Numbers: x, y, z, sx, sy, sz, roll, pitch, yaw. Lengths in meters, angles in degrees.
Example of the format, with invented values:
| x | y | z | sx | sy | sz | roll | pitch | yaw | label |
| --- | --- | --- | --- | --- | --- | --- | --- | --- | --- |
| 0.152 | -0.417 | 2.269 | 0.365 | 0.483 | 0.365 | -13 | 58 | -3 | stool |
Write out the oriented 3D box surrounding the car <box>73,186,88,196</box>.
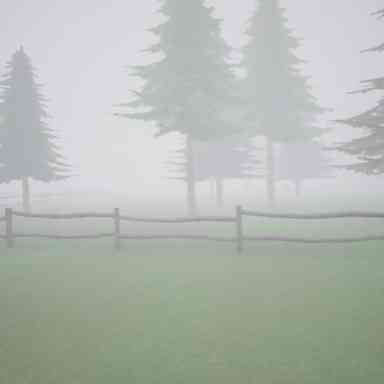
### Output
| x | y | z | sx | sy | sz | roll | pitch | yaw | label |
| --- | --- | --- | --- | --- | --- | --- | --- | --- | --- |
| -20.900 | 0.003 | 65.622 | 2.033 | 1.411 | 5.357 | -1 | 2 | 14 | car |

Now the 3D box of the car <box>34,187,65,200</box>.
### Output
| x | y | z | sx | sy | sz | roll | pitch | yaw | label |
| --- | --- | --- | --- | --- | --- | --- | --- | --- | --- |
| -23.469 | 0.412 | 54.416 | 1.837 | 1.490 | 4.892 | -1 | 2 | 13 | car |

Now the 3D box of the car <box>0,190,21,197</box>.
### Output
| x | y | z | sx | sy | sz | roll | pitch | yaw | label |
| --- | --- | --- | --- | --- | --- | --- | --- | --- | --- |
| -33.826 | 0.338 | 61.000 | 2.033 | 1.411 | 5.357 | -1 | 2 | 13 | car |

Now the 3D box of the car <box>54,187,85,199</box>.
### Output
| x | y | z | sx | sy | sz | roll | pitch | yaw | label |
| --- | --- | --- | --- | --- | --- | --- | --- | --- | --- |
| -19.897 | 0.387 | 54.305 | 1.994 | 1.385 | 4.181 | -1 | 2 | 13 | car |

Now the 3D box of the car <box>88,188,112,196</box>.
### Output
| x | y | z | sx | sy | sz | roll | pitch | yaw | label |
| --- | --- | --- | --- | --- | --- | --- | --- | --- | --- |
| -17.498 | -0.007 | 64.800 | 2.033 | 1.411 | 5.357 | -1 | 2 | 14 | car |

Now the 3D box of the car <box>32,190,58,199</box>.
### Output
| x | y | z | sx | sy | sz | roll | pitch | yaw | label |
| --- | --- | --- | --- | --- | --- | --- | --- | --- | --- |
| -26.035 | 0.396 | 58.957 | 1.994 | 1.385 | 4.181 | -1 | 2 | 14 | car |
